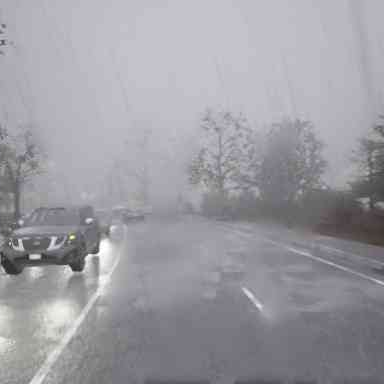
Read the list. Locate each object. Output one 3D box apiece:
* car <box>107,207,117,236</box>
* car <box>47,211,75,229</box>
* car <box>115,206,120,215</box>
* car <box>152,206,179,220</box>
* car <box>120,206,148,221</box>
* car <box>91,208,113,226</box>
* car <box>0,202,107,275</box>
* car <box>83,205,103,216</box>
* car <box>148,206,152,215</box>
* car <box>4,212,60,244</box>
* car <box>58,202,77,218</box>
[{"bbox_3d":[-6.281,2.027,21.835,2.128,1.511,4.902,-1,-1,-12],"label":"car"},{"bbox_3d":[-11.833,2.466,30.324,1.895,1.301,4.718,-1,-1,-15],"label":"car"},{"bbox_3d":[-10.444,2.709,47.847,1.882,1.535,5.008,-1,-1,-23],"label":"car"},{"bbox_3d":[-2.850,2.314,37.241,1.837,1.490,4.892,-1,-1,-17],"label":"car"},{"bbox_3d":[-6.657,2.474,37.684,1.994,1.385,4.181,-1,-1,-17],"label":"car"},{"bbox_3d":[-8.648,2.332,31.947,1.837,1.490,4.892,-1,-1,-15],"label":"car"},{"bbox_3d":[-4.662,1.499,11.949,2.150,2.045,5.566,-1,-1,-7],"label":"car"},{"bbox_3d":[-14.549,2.702,48.628,2.033,1.411,5.357,-1,-1,-24],"label":"car"},{"bbox_3d":[-6.730,2.704,48.003,1.994,1.385,4.181,-1,-1,-22],"label":"car"},{"bbox_3d":[-9.540,2.075,20.270,1.837,1.490,4.892,-1,-1,-11],"label":"car"},{"bbox_3d":[-17.748,2.440,47.196,2.150,2.045,5.566,-1,-1,-24],"label":"car"}]
